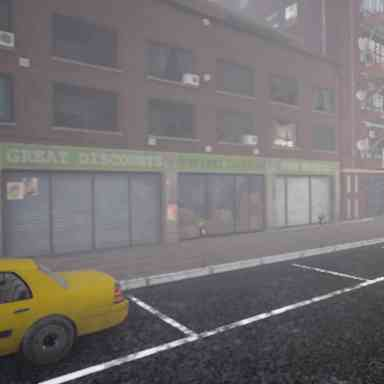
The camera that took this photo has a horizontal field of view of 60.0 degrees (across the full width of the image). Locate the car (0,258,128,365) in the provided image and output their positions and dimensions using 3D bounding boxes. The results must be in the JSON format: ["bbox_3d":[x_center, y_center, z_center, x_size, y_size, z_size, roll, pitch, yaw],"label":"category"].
[{"bbox_3d":[-3.264,1.526,4.248,4.829,1.417,1.752,0,-1,-35],"label":"car"}]
